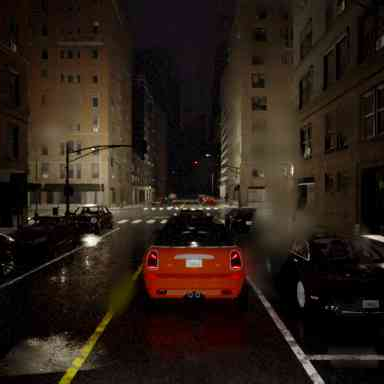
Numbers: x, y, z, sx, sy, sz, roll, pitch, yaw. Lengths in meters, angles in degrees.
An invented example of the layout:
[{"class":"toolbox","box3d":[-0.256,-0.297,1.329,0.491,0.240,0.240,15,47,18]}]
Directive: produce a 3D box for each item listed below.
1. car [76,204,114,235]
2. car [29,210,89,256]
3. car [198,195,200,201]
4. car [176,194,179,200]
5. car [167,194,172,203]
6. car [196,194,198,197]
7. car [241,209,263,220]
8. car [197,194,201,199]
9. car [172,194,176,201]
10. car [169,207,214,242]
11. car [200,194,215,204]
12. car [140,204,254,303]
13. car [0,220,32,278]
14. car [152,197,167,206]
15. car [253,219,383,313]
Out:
[{"class":"car","box3d":[-5.690,1.440,18.475,1.967,1.590,4.097,0,0,0]},{"class":"car","box3d":[-5.684,1.582,12.974,1.802,1.307,4.206,0,0,0]},{"class":"car","box3d":[2.838,1.606,66.392,2.008,1.369,4.403,0,0,0]},{"class":"car","box3d":[-5.669,1.455,93.438,2.192,1.841,5.009,0,0,0]},{"class":"car","box3d":[-5.687,1.606,66.395,2.008,1.369,4.403,0,0,0]},{"class":"car","box3d":[2.852,1.559,88.028,1.967,1.590,4.097,0,0,0]},{"class":"car","box3d":[2.836,1.566,18.484,1.947,1.339,4.313,0,0,0]},{"class":"car","box3d":[2.844,1.523,77.210,1.967,1.590,4.097,0,0,0]},{"class":"car","box3d":[-5.676,1.625,82.451,1.752,1.417,4.829,0,0,0]},{"class":"car","box3d":[-0.014,1.564,16.997,1.994,1.385,4.181,0,0,0]},{"class":"car","box3d":[2.829,1.475,55.574,1.967,1.590,4.097,0,0,0]},{"class":"car","box3d":[0.054,1.352,8.343,2.097,1.767,4.553,0,0,0]},{"class":"car","box3d":[-5.677,1.565,7.472,1.947,1.339,4.313,0,0,0]},{"class":"car","box3d":[-5.695,1.617,55.578,1.802,1.307,4.206,0,0,0]},{"class":"car","box3d":[2.848,1.550,7.482,2.008,1.369,4.403,0,0,0]}]
